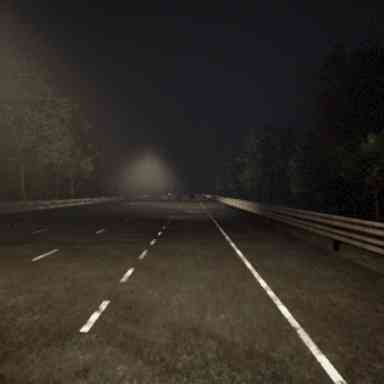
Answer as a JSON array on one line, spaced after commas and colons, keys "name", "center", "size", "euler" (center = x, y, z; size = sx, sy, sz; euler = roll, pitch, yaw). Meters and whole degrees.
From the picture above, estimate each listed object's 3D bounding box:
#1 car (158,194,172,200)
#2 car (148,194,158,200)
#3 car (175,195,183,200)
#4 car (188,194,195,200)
[{"name": "car", "center": [-7.020, 1.212, 87.517], "size": [2.097, 1.767, 4.553], "euler": [0, 0, 0]}, {"name": "car", "center": [-10.520, 1.381, 87.546], "size": [1.812, 1.442, 4.674], "euler": [0, 0, 0]}, {"name": "car", "center": [-3.519, 1.397, 87.130], "size": [2.033, 1.411, 5.357], "euler": [0, 0, 0]}, {"name": "car", "center": [-0.020, 1.357, 87.131], "size": [1.837, 1.490, 4.892], "euler": [0, 0, 0]}]
